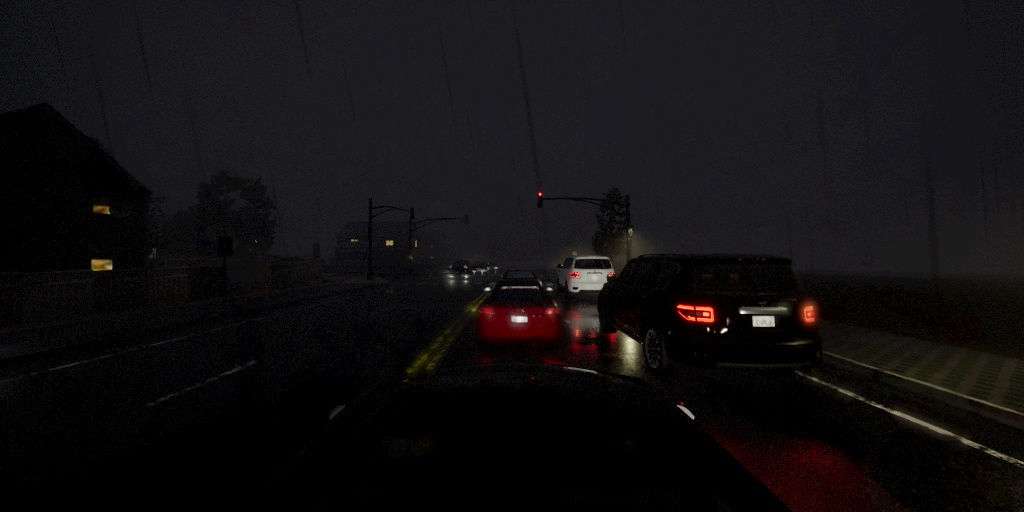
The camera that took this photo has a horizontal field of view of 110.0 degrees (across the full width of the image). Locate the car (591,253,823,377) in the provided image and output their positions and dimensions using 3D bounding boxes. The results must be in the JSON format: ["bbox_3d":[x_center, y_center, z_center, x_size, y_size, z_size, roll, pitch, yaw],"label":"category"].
[{"bbox_3d":[3.402,0.974,7.512,2.150,2.045,5.566,0,0,0],"label":"car"}]

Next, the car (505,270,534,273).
[{"bbox_3d":[0.343,1.364,18.443,1.895,1.301,4.718,0,0,-3],"label":"car"}]

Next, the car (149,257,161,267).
[{"bbox_3d":[-40.287,0.625,38.642,4.892,1.490,1.837,1,-1,16],"label":"car"}]

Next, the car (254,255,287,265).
[{"bbox_3d":[-20.868,0.940,33.205,4.892,1.490,1.837,1,-1,16],"label":"car"}]

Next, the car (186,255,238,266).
[{"bbox_3d":[-30.408,0.829,35.872,5.357,1.411,2.033,1,-1,16],"label":"car"}]

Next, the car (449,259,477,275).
[{"bbox_3d":[-5.655,1.158,40.256,2.097,1.767,4.553,0,0,3],"label":"car"}]

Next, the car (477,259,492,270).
[{"bbox_3d":[-4.876,1.387,55.051,2.033,1.411,5.357,0,0,4],"label":"car"}]

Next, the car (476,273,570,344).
[{"bbox_3d":[0.178,1.319,9.634,1.994,1.385,4.181,0,0,0],"label":"car"}]

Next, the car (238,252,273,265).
[{"bbox_3d":[-27.892,0.592,38.181,5.566,2.045,2.150,1,-1,16],"label":"car"}]

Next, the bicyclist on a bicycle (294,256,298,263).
[{"bbox_3d":[-24.185,0.781,40.223,0.582,1.620,1.656,1,-1,16],"label":"bicyclist on a bicycle"}]

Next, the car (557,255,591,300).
[{"bbox_3d":[3.555,0.983,17.870,2.150,2.045,5.566,0,0,1],"label":"car"}]
